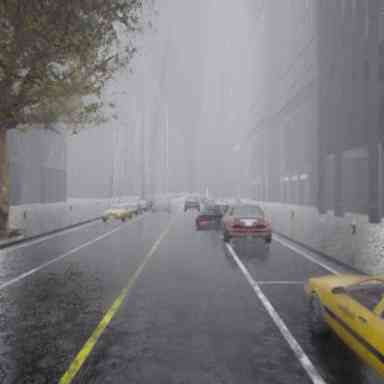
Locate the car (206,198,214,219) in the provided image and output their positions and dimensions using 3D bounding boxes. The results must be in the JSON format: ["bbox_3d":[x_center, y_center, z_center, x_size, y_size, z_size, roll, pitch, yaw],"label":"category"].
[{"bbox_3d":[2.753,1.527,32.123,2.008,1.369,4.403,0,0,0],"label":"car"}]

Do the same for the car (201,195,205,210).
[{"bbox_3d":[2.748,1.519,49.156,2.008,1.369,4.403,0,0,0],"label":"car"}]

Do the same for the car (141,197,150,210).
[{"bbox_3d":[-5.774,1.556,37.790,1.802,1.307,4.206,0,0,0],"label":"car"}]

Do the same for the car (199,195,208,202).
[{"bbox_3d":[2.741,1.400,77.544,1.967,1.590,4.097,0,0,0],"label":"car"}]

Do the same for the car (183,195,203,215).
[{"bbox_3d":[0.027,1.478,39.044,1.837,1.490,4.892,0,0,0],"label":"car"}]

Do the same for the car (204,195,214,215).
[{"bbox_3d":[2.751,1.413,37.800,1.967,1.590,4.097,0,0,0],"label":"car"}]

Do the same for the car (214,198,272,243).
[{"bbox_3d":[2.385,1.339,16.115,2.097,1.767,4.553,0,0,0],"label":"car"}]

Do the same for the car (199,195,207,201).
[{"bbox_3d":[2.740,1.542,83.221,1.802,1.307,4.206,0,0,0],"label":"car"}]

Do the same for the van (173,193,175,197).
[{"bbox_3d":[-5.786,1.301,83.209,1.690,1.788,3.998,0,0,0],"label":"van"}]

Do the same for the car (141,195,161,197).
[{"bbox_3d":[-5.776,1.286,43.467,2.192,1.841,5.009,0,0,0],"label":"car"}]

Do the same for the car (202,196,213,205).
[{"bbox_3d":[2.745,1.508,60.511,1.887,1.381,4.507,0,0,0],"label":"car"}]

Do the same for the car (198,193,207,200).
[{"bbox_3d":[2.738,1.274,88.899,2.192,1.841,5.009,0,0,0],"label":"car"}]

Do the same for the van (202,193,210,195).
[{"bbox_3d":[2.746,1.307,54.834,1.690,1.788,3.998,0,0,0],"label":"van"}]

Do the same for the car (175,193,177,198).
[{"bbox_3d":[-5.787,1.485,88.716,1.752,1.417,4.829,0,0,0],"label":"car"}]

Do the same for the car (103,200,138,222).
[{"bbox_3d":[-5.771,1.506,26.265,1.752,1.417,4.829,0,0,0],"label":"car"}]

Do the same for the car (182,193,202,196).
[{"bbox_3d":[-0.013,1.319,50.468,2.097,1.767,4.553,0,0,0],"label":"car"}]

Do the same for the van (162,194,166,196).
[{"bbox_3d":[-5.779,1.307,54.822,1.690,1.788,3.998,0,0,0],"label":"van"}]

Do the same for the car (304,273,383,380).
[{"bbox_3d":[2.760,1.522,3.905,1.752,1.417,4.829,0,0,0],"label":"car"}]

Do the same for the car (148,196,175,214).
[{"bbox_3d":[-3.104,1.501,34.647,1.812,1.442,4.674,0,0,0],"label":"car"}]

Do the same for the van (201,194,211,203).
[{"bbox_3d":[2.744,1.303,66.188,1.690,1.788,3.998,0,0,0],"label":"van"}]

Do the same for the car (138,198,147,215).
[{"bbox_3d":[-5.772,1.559,32.112,1.802,1.307,4.206,0,0,0],"label":"car"}]

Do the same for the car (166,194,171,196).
[{"bbox_3d":[-5.781,1.545,66.177,1.802,1.307,4.206,0,0,0],"label":"car"}]
